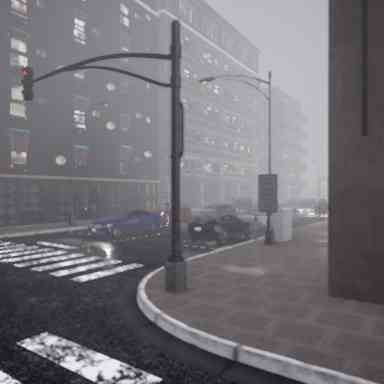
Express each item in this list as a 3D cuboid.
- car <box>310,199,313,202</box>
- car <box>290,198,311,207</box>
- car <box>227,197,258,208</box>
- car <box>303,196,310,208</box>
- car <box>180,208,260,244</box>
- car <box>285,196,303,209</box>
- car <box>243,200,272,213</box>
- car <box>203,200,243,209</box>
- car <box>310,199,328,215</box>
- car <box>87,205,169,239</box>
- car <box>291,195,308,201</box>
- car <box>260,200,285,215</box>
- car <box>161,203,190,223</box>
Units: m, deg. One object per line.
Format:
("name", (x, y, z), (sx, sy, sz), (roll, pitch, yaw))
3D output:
("car", (17.873, 1.653, 44.379), (2.033, 1.411, 5.357), (0, 0, 35))
("car", (17.429, 1.644, 53.190), (2.008, 1.369, 4.403), (0, 0, 35))
("car", (4.611, 1.434, 34.880), (2.192, 1.841, 5.009), (0, 0, 35))
("car", (16.872, 1.702, 47.924), (1.994, 1.385, 4.181), (0, 0, 35))
("car", (1.452, 1.706, 16.629), (1.947, 1.339, 4.313), (0, 0, 35))
("car", (14.224, 1.645, 48.613), (1.887, 1.381, 4.507), (0, 0, 35))
("car", (7.815, 1.695, 39.458), (1.802, 1.307, 4.206), (0, 0, 35))
("car", (2.001, 1.654, 26.855), (1.812, 1.442, 4.674), (0, 0, 35))
("car", (14.271, 1.663, 34.938), (1.887, 1.381, 4.507), (0, 0, 35))
("car", (-3.650, 1.663, 18.772), (1.812, 1.442, 4.674), (0, 0, 35))
("car", (29.196, 1.668, 90.226), (4.097, 1.590, 1.967), (-1, 0, 35))
("car", (7.867, 1.644, 35.229), (1.812, 1.442, 4.674), (0, 0, 35))
("car", (-1.798, 1.569, 25.725), (1.967, 1.590, 4.097), (0, 0, 35))
